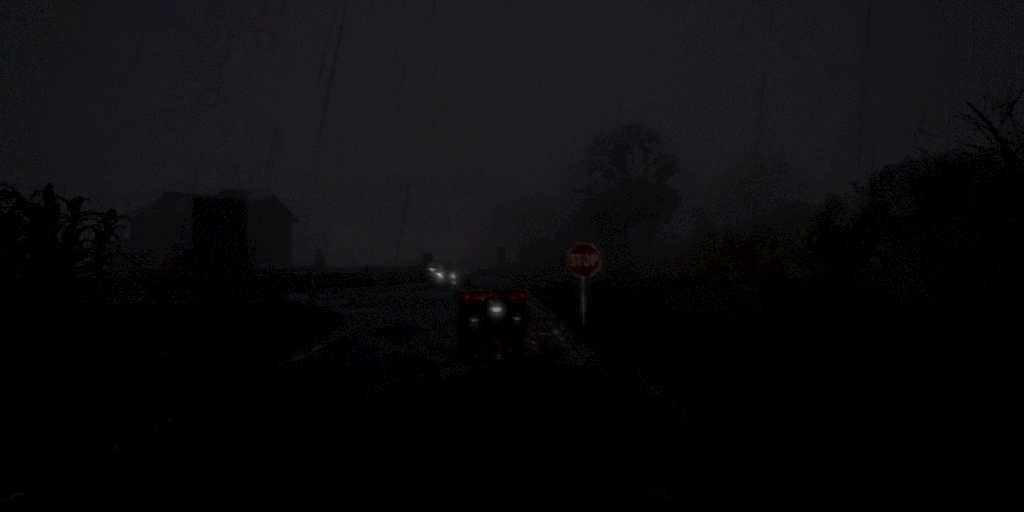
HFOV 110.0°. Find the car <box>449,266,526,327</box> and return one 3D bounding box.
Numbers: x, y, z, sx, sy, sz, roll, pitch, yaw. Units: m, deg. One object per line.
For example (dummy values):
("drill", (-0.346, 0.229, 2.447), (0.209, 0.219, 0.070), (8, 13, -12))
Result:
("car", (-0.920, 1.257, 11.873), (1.882, 1.535, 5.008), (0, 0, -12))

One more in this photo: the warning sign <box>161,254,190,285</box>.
("warning sign", (-21.611, 0.945, 22.716), (1.060, 1.860, 1.300), (0, 0, 0))

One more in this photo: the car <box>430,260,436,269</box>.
("car", (-13.136, 1.424, 62.509), (1.837, 1.490, 4.892), (0, 1, -18))

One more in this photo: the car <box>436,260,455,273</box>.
("car", (-8.599, 1.357, 46.868), (1.882, 1.535, 5.008), (0, 0, -14))
